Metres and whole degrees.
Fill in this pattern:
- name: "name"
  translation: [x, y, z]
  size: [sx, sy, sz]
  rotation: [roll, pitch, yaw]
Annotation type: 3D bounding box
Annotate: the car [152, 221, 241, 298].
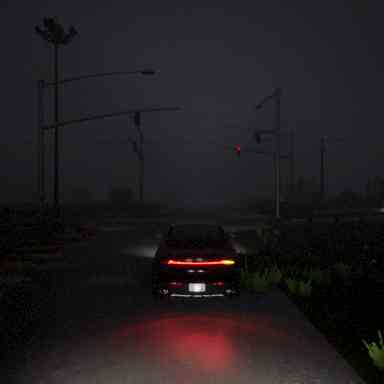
- name: "car"
  translation: [0.093, 1.505, 8.522]
  size: [1.837, 1.490, 4.892]
  rotation: [0, 0, 0]
